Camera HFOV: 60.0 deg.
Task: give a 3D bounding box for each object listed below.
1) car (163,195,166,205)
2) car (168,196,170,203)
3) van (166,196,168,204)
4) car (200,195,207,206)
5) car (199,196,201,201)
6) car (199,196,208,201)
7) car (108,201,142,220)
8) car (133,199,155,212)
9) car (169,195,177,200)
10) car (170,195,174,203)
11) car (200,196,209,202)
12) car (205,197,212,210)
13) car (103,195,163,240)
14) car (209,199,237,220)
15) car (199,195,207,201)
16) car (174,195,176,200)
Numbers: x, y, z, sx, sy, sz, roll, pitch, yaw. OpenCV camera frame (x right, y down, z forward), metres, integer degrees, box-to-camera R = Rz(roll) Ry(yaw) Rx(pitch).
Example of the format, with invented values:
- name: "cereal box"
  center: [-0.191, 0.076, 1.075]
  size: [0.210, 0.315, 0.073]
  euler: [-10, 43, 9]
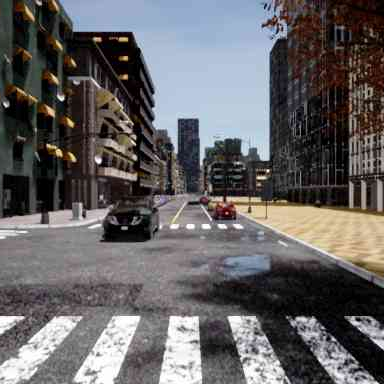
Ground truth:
- name: "car"
  center: [-5.578, 1.462, 50.593]
  size: [1.967, 1.590, 4.097]
  euler: [0, 0, 0]
- name: "car"
  center: [-5.553, 1.615, 61.658]
  size: [1.802, 1.307, 4.206]
  euler: [0, 0, 0]
- name: "van"
  center: [-5.566, 1.369, 56.126]
  size: [1.690, 1.788, 3.998]
  euler: [0, 0, 0]
- name: "car"
  center: [2.815, 1.610, 56.106]
  size: [1.802, 1.307, 4.206]
  euler: [0, 0, 0]
- name: "car"
  center: [2.839, 1.565, 67.342]
  size: [1.752, 1.417, 4.829]
  euler: [0, 0, 0]
- name: "car"
  center: [2.875, 1.615, 83.770]
  size: [2.008, 1.369, 4.403]
  euler: [0, 0, 0]
- name: "car"
  center: [-5.626, 1.555, 28.462]
  size: [2.008, 1.369, 4.403]
  euler: [0, 0, 0]
- name: "car"
  center: [-5.602, 1.562, 39.528]
  size: [2.008, 1.369, 4.403]
  euler: [0, 0, 0]
- name: "car"
  center: [-5.481, 1.634, 94.854]
  size: [2.008, 1.369, 4.403]
  euler: [0, 0, 0]
- name: "car"
  center: [-5.529, 1.487, 72.724]
  size: [1.967, 1.590, 4.097]
  euler: [0, 0, 0]
- name: "car"
  center: [2.863, 1.600, 78.238]
  size: [1.887, 1.381, 4.507]
  euler: [0, 0, 0]
- name: "car"
  center: [2.778, 1.537, 39.679]
  size: [1.752, 1.417, 4.829]
  euler: [0, 0, 0]
- name: "car"
  center: [-2.962, 1.237, 17.376]
  size: [2.150, 2.045, 5.566]
  euler: [0, 0, 0]
- name: "car"
  center: [2.754, 1.549, 28.443]
  size: [1.887, 1.381, 4.507]
  euler: [0, 0, 0]
- name: "car"
  center: [2.887, 1.514, 89.302]
  size: [1.967, 1.590, 4.097]
  euler: [0, 0, 0]
- name: "car"
  center: [-5.493, 1.624, 89.321]
  size: [2.008, 1.369, 4.403]
  euler: [0, 0, 0]
